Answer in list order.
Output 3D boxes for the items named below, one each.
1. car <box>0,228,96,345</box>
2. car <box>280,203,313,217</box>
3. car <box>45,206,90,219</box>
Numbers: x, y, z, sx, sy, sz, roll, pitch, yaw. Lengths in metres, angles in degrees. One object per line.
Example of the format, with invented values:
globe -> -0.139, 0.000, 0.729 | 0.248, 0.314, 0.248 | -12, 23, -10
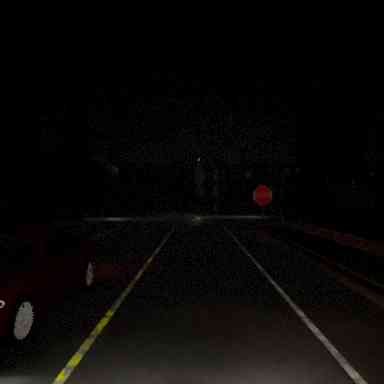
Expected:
car -> -3.471, 1.564, 6.737 | 1.882, 1.535, 5.008 | 0, -1, 1
car -> 12.153, 1.962, 36.256 | 4.902, 1.511, 2.128 | 0, -1, -2
car -> -12.702, 2.001, 33.058 | 4.718, 1.301, 1.895 | 0, -1, 2
